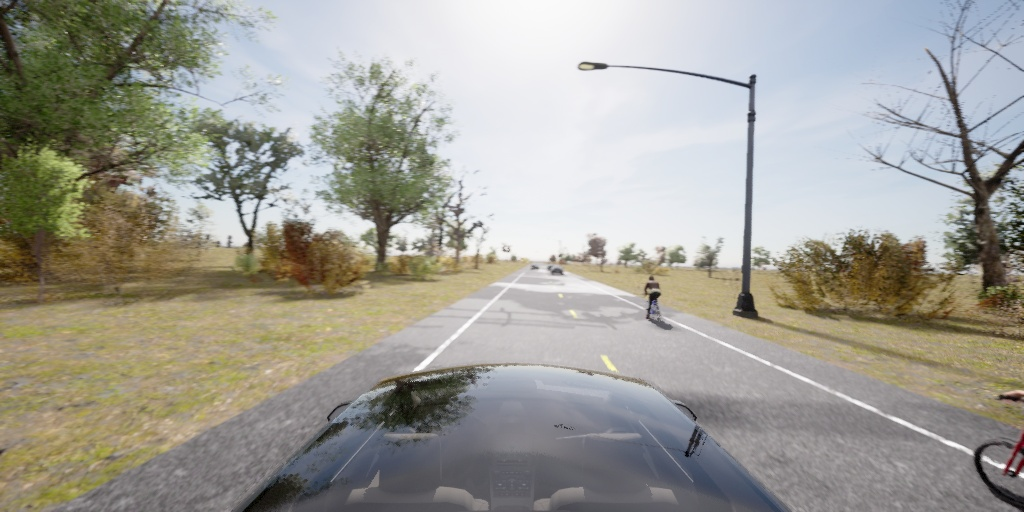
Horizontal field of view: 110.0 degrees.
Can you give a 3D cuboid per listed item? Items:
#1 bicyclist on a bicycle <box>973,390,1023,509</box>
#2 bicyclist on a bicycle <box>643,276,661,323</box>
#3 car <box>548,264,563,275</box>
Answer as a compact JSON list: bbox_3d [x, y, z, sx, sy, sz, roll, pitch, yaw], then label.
[{"bbox_3d":[4.390,1.376,2.689,0.866,1.612,1.509,2,-1,4],"label":"bicyclist on a bicycle"},{"bbox_3d":[5.060,1.548,12.958,0.582,1.620,1.656,2,-1,4],"label":"bicyclist on a bicycle"},{"bbox_3d":[7.154,2.245,57.057,1.812,1.442,4.674,2,-1,4],"label":"car"}]
